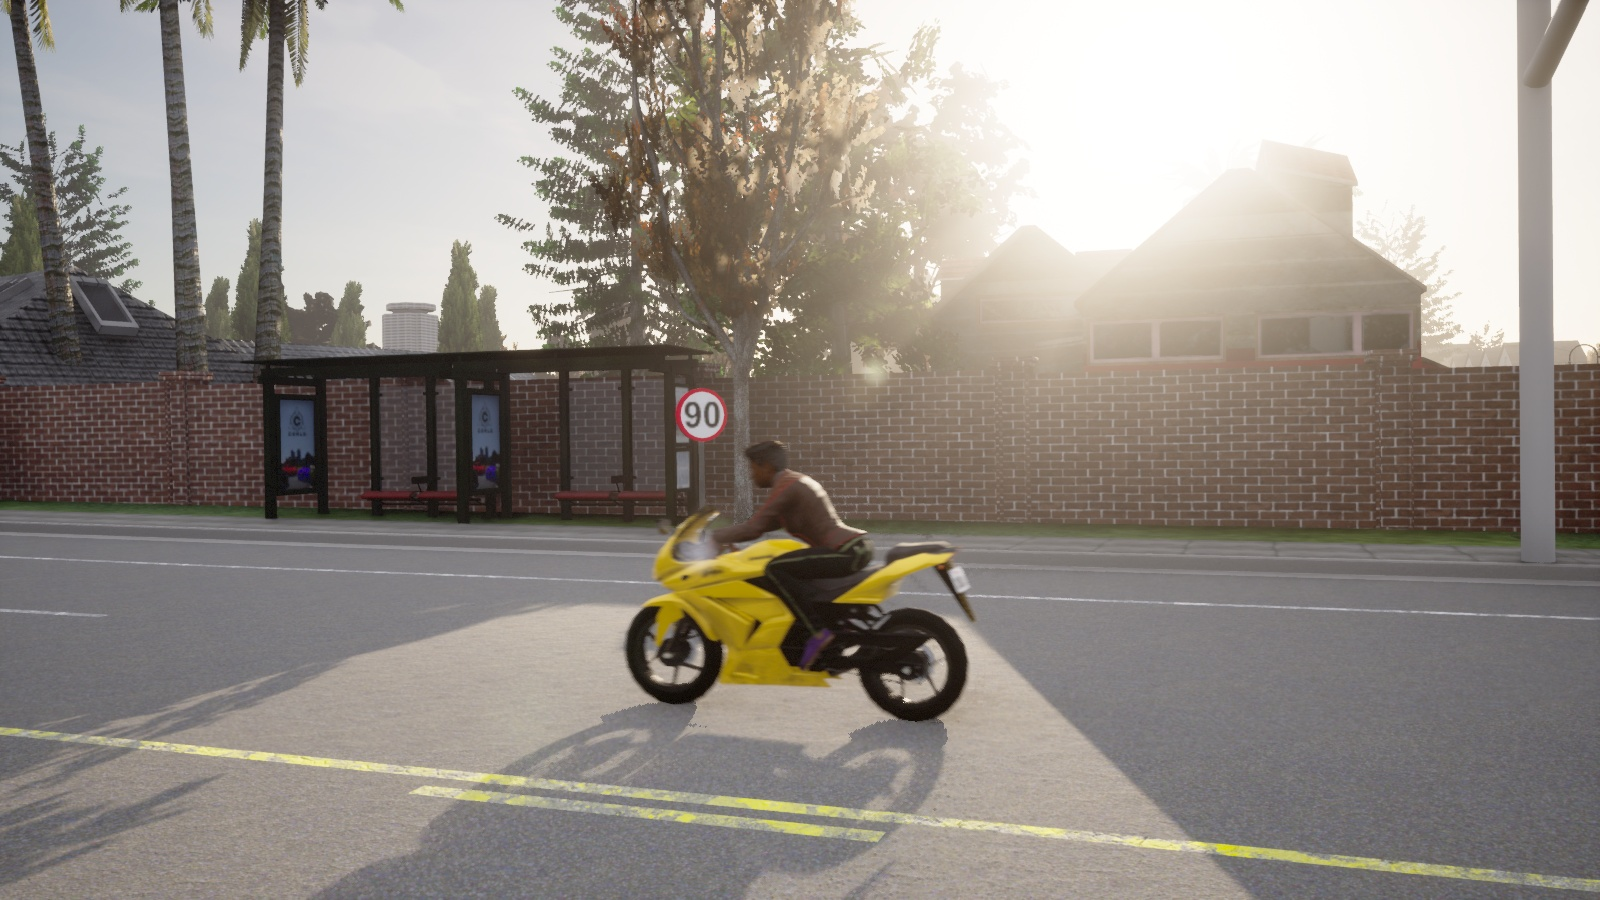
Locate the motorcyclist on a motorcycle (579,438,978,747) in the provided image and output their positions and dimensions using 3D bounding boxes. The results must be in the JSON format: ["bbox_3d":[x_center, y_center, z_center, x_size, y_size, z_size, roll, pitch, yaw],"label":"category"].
[{"bbox_3d":[-0.112,0.700,6.923,2.044,1.523,0.797,0,1,19],"label":"motorcyclist on a motorcycle"}]
